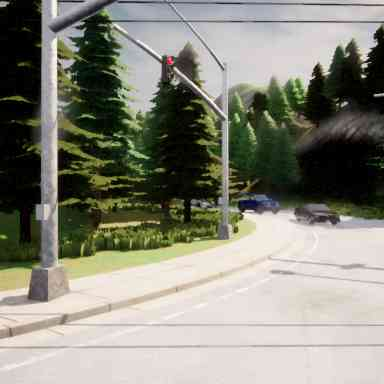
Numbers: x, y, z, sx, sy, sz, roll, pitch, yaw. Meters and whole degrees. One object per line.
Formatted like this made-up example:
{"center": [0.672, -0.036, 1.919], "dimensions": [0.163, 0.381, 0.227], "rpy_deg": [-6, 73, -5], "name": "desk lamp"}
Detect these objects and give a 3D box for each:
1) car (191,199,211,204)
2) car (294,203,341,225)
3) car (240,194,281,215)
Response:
{"center": [0.761, 1.218, 45.897], "dimensions": [2.150, 2.045, 5.566], "rpy_deg": [0, 1, -35], "name": "car"}
{"center": [9.026, 1.547, 24.506], "dimensions": [2.033, 1.411, 5.357], "rpy_deg": [0, 0, 2], "name": "car"}
{"center": [6.910, 1.221, 34.996], "dimensions": [2.150, 2.045, 5.566], "rpy_deg": [0, 0, -23], "name": "car"}
